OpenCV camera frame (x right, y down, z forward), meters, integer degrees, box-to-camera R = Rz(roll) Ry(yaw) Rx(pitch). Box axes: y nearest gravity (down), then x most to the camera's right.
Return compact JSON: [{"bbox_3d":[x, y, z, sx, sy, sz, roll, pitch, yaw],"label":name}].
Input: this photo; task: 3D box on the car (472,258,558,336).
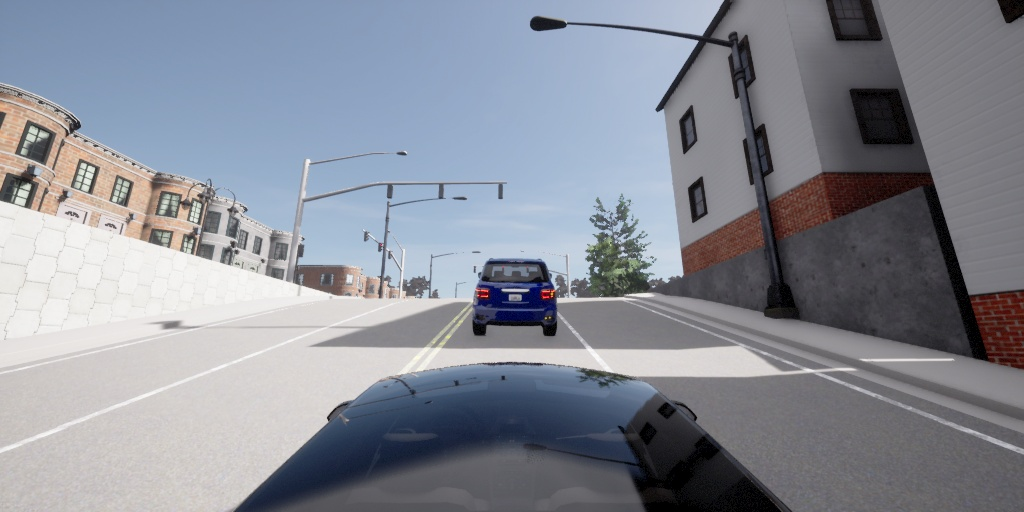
[{"bbox_3d":[0.087,1.097,11.008,2.150,2.045,5.566,1,-1,0],"label":"car"}]
